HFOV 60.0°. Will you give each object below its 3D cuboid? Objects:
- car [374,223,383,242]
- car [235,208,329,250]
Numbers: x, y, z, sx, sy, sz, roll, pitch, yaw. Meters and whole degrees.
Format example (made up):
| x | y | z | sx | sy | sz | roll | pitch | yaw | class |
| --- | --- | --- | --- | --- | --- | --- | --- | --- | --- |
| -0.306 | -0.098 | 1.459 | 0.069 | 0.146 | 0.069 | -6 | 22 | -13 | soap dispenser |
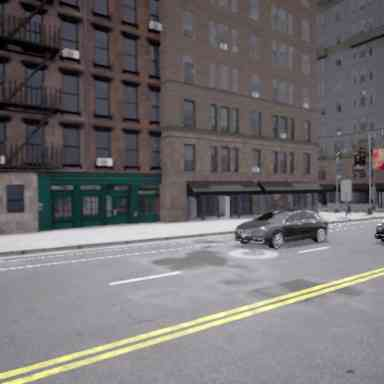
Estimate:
| x | y | z | sx | sy | sz | roll | pitch | yaw | class |
| --- | --- | --- | --- | --- | --- | --- | --- | --- | --- |
| 10.431 | 1.535 | 15.102 | 5.357 | 1.411 | 2.033 | 0 | 0 | -35 | car |
| 4.013 | 1.504 | 14.525 | 4.892 | 1.490 | 1.837 | 0 | 0 | -35 | car |
